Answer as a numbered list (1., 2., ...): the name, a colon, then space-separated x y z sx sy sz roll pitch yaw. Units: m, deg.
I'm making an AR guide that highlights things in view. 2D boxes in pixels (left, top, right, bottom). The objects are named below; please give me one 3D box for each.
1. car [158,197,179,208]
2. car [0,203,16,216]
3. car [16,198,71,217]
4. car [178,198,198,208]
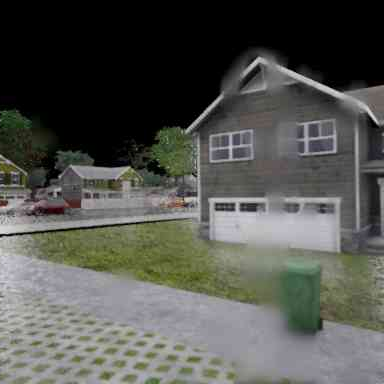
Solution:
1. car: -3.361 1.671 53.746 2.097 1.767 4.553 -1 -1 37
2. car: -17.684 1.719 34.624 1.812 1.442 4.674 -1 -1 37
3. car: -14.593 1.509 33.334 2.097 1.767 4.553 -1 -1 37
4. car: 0.682 1.838 53.687 2.033 1.411 5.357 -1 -1 37
